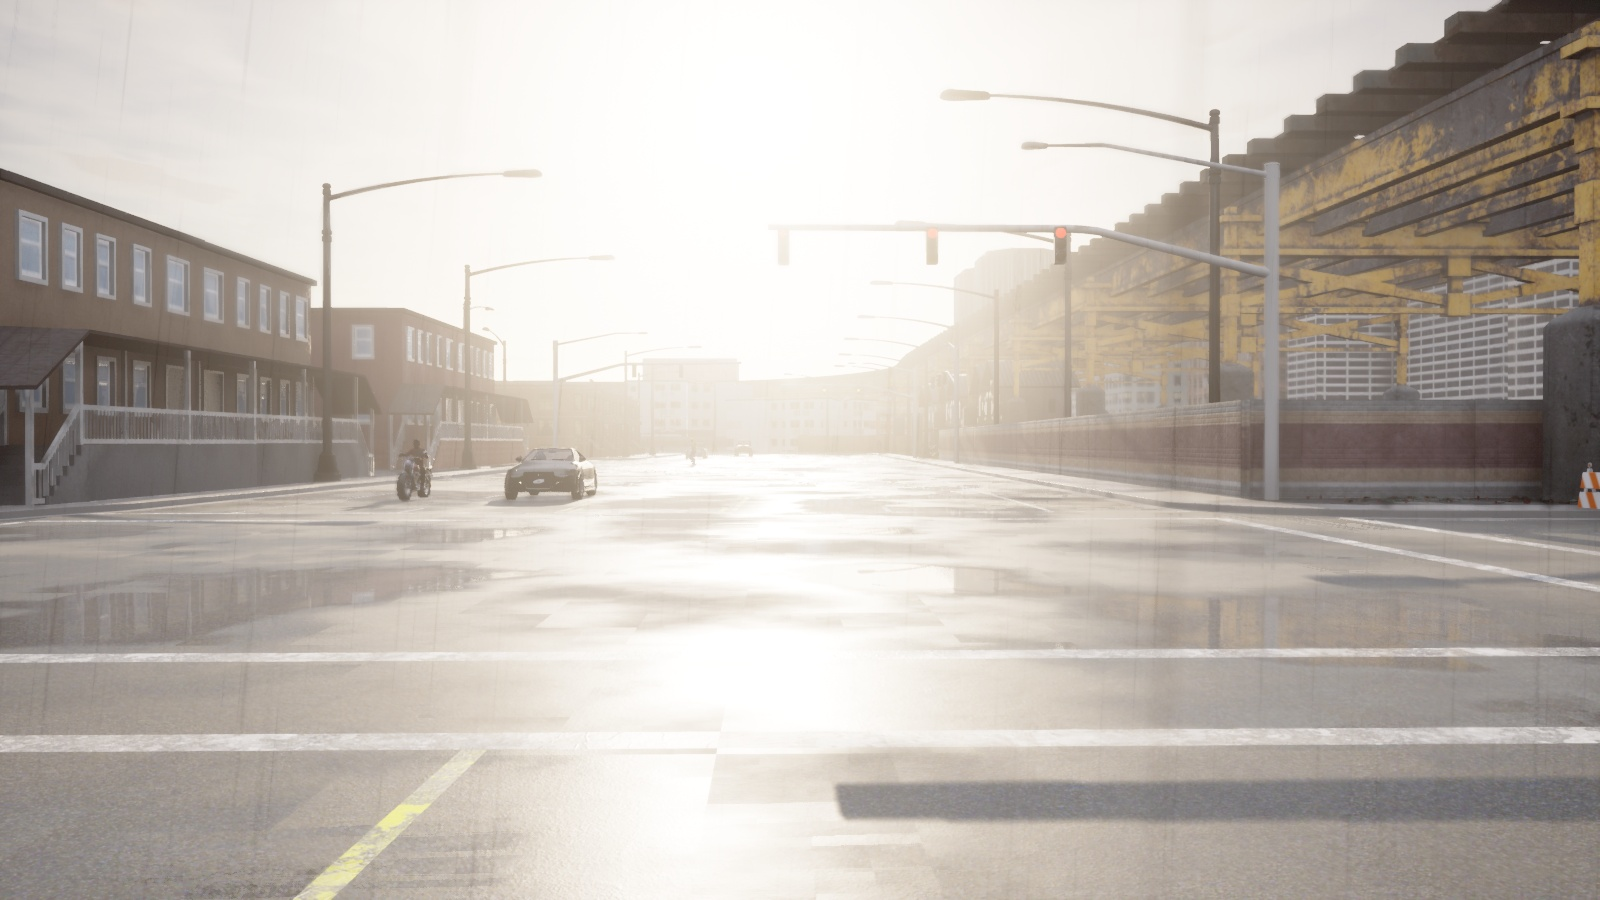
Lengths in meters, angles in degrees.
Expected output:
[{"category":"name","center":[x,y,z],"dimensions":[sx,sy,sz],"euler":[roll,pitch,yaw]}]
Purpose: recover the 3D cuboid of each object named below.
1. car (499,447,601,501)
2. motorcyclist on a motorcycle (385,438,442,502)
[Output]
[{"category":"car","center":[-6.793,0.610,34.588],"dimensions":[1.994,1.385,4.181],"euler":[0,0,0]},{"category":"motorcyclist on a motorcycle","center":[-10.294,0.499,33.524],"dimensions":[0.766,1.649,2.350],"euler":[0,0,0]}]
